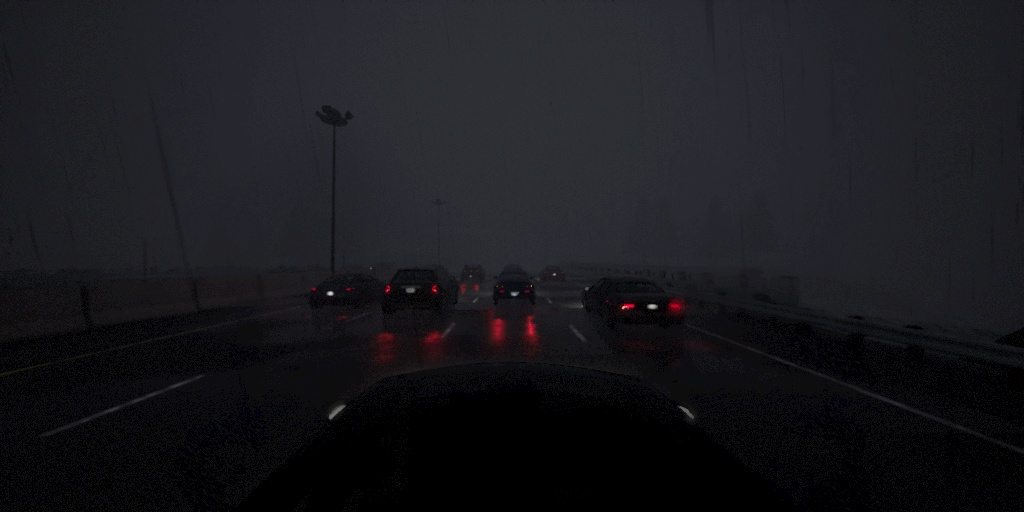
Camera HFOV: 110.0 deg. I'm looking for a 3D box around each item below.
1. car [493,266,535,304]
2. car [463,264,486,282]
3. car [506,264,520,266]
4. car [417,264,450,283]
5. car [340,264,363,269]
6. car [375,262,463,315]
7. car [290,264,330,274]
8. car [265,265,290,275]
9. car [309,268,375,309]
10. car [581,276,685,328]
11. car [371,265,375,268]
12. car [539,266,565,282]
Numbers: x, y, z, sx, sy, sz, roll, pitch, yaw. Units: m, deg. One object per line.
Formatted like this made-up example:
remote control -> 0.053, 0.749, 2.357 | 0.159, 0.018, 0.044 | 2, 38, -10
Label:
car -> 0.090, 1.390, 17.064 | 1.812, 1.442, 4.674 | 0, 0, 0
car -> -3.392, 1.491, 31.953 | 2.128, 1.511, 4.902 | 0, -1, 0
car -> 0.108, 1.499, 33.562 | 1.882, 1.535, 5.008 | 0, -1, 0
car -> -6.893, 1.505, 32.010 | 1.837, 1.490, 4.892 | 0, -1, 0
car -> -21.071, 1.813, 47.157 | 2.033, 1.411, 5.357 | 0, -1, 0
car -> -3.397, 1.195, 14.130 | 2.097, 1.767, 4.553 | 0, 0, 0
car -> -24.581, 1.754, 44.428 | 2.033, 1.411, 5.357 | 0, -1, 0
car -> -28.078, 1.804, 44.275 | 1.895, 1.301, 4.718 | 0, -1, 0
car -> -6.897, 1.418, 15.619 | 1.994, 1.385, 4.181 | 0, 0, 0
car -> 3.604, 1.372, 11.703 | 2.033, 1.411, 5.357 | 0, 0, 0
car -> -17.569, 1.646, 48.492 | 2.097, 1.767, 4.553 | 0, -1, 0
car -> 3.608, 1.571, 32.529 | 1.994, 1.385, 4.181 | 0, -1, 0
